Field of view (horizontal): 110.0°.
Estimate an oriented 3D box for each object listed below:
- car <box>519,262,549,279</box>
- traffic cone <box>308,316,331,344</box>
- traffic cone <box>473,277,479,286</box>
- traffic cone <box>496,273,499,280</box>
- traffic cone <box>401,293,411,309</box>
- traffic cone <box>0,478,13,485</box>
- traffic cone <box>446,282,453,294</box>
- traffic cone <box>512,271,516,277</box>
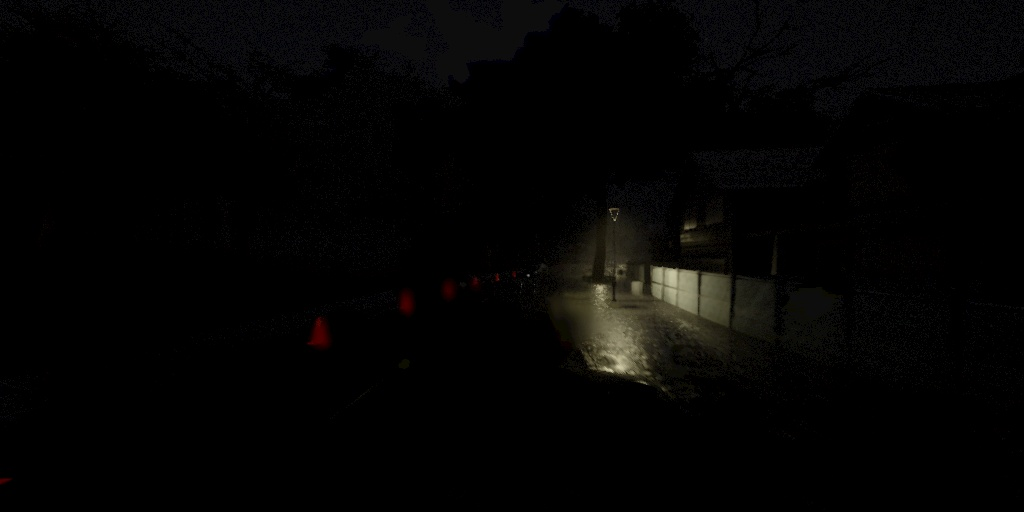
[{"bbox_3d":[2.096,1.219,32.113,2.033,1.411,5.357,0,0,16],"label":"car"},{"bbox_3d":[-4.340,1.661,8.096,0.340,0.580,0.340,0,0,4],"label":"traffic cone"},{"bbox_3d":[-2.308,1.629,23.289,0.340,0.580,0.340,0,0,12],"label":"traffic cone"},{"bbox_3d":[-1.169,1.621,28.274,0.340,0.580,0.340,0,0,14],"label":"traffic cone"},{"bbox_3d":[-3.895,1.649,13.189,0.340,0.580,0.340,0,0,6],"label":"traffic cone"},{"bbox_3d":[-4.551,1.675,2.987,0.340,0.580,0.340,0,0,1],"label":"traffic cone"},{"bbox_3d":[-3.217,1.638,18.257,0.340,0.580,0.340,0,0,9],"label":"traffic cone"},{"bbox_3d":[0.196,1.615,33.201,0.340,0.580,0.340,0,0,17],"label":"traffic cone"}]
